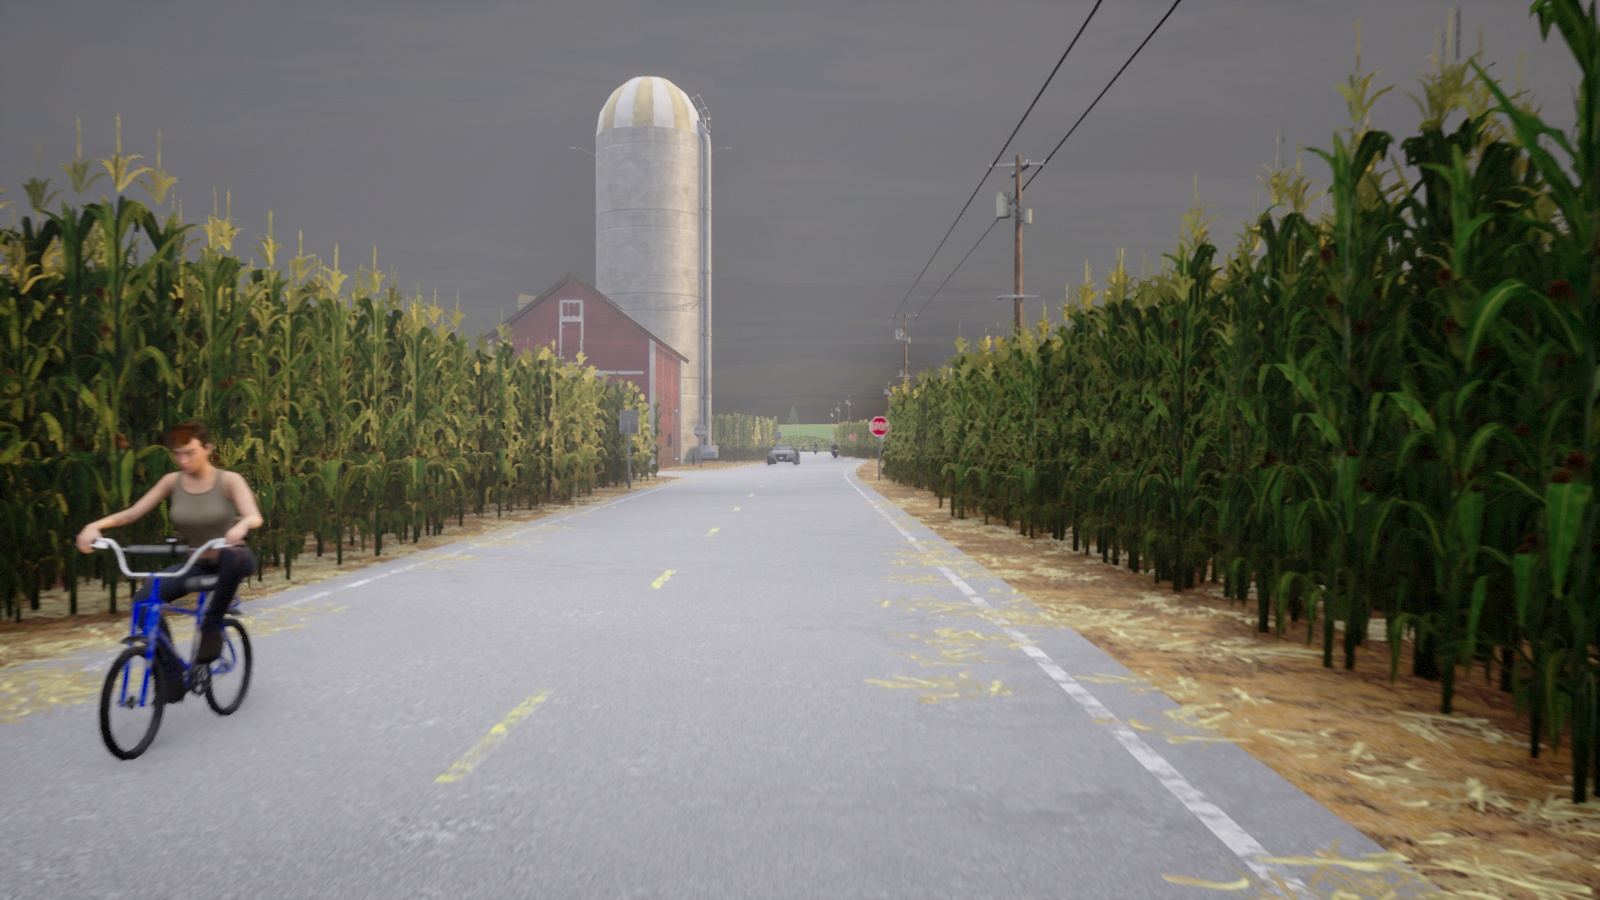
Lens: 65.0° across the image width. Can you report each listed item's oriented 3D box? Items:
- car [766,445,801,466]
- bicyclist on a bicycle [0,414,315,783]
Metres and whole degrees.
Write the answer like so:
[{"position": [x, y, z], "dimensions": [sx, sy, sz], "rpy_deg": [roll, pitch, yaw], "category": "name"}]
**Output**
[{"position": [-1.105, 0.329, 85.186], "dimensions": [1.994, 1.385, 4.181], "rpy_deg": [0, 0, 5], "category": "car"}, {"position": [-3.144, 0.645, 6.244], "dimensions": [0.866, 1.612, 1.509], "rpy_deg": [0, 0, 1], "category": "bicyclist on a bicycle"}]
